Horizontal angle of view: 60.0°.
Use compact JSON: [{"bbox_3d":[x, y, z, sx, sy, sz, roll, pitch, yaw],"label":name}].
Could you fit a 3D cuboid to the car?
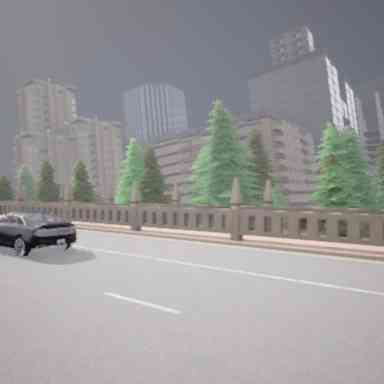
[{"bbox_3d":[-6.507,1.492,12.935,4.902,1.511,2.128,0,0,36],"label":"car"}]
